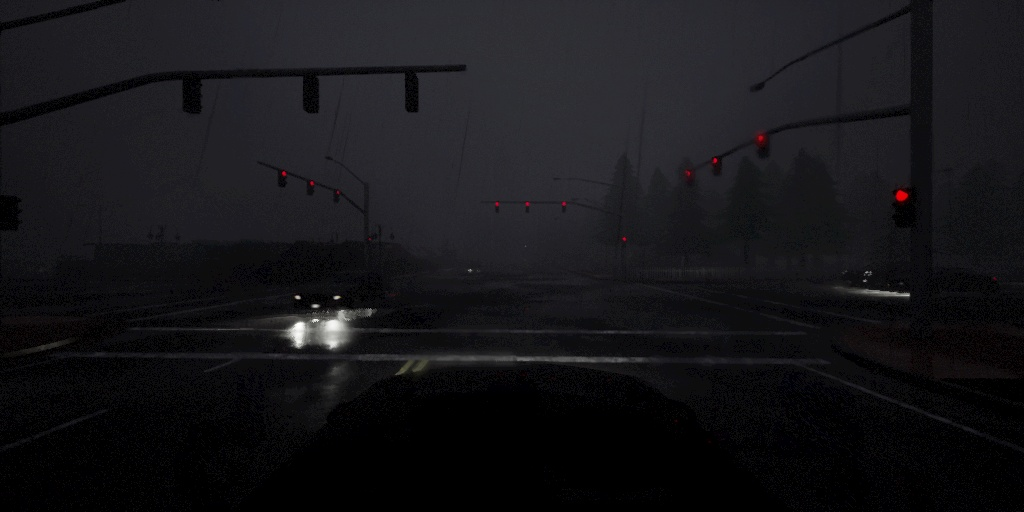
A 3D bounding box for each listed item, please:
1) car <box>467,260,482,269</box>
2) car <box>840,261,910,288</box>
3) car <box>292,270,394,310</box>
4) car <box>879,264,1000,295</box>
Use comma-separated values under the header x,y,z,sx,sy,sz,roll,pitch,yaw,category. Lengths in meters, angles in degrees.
x,y,z,sx,sy,sz,roll,pitch,yaw,category
-5.677,1.301,55.059,1.994,1.385,4.181,0,1,1,car
23.689,1.082,22.642,4.553,1.767,2.097,0,0,3,car
-6.656,1.319,14.928,2.033,1.411,5.357,0,0,2,car
22.921,1.297,19.176,4.181,1.385,1.994,0,0,3,car
